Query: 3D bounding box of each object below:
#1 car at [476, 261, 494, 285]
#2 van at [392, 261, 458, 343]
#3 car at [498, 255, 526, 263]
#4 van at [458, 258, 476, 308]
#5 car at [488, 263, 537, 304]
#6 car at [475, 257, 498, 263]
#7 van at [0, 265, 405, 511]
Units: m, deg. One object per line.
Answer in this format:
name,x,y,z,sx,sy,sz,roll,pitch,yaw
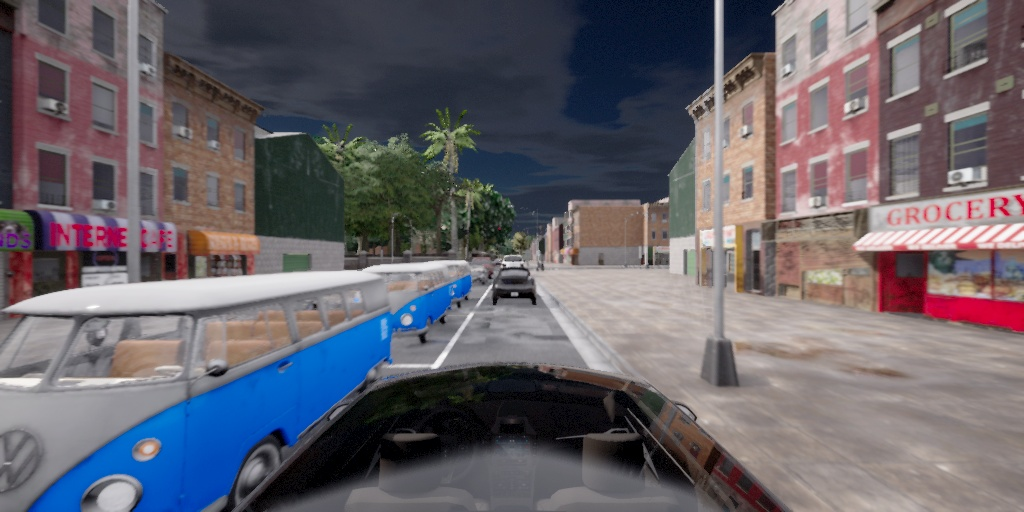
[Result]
car,-2.634,1.274,25.699,2.007,1.370,4.403,0,0,0
van,-2.636,1.082,9.307,1.690,1.789,3.998,0,0,0
car,0.104,0.942,33.678,2.150,2.045,5.566,0,0,0
van,-2.635,1.076,14.771,1.690,1.789,3.998,0,0,0
car,0.101,1.238,16.290,1.837,1.490,4.892,0,0,0
car,-2.633,1.036,31.162,2.192,1.841,5.009,0,0,0
van,-2.637,1.089,3.842,1.690,1.789,3.998,0,0,0
